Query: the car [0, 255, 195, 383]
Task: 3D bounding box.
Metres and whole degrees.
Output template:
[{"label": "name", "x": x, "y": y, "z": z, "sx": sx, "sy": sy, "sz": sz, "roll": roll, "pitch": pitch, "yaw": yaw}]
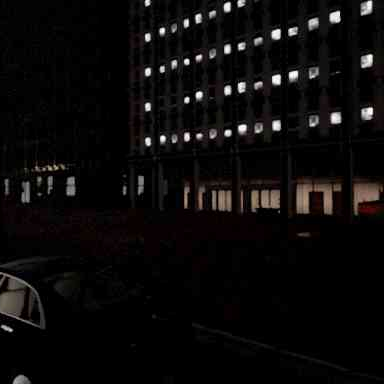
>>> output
[{"label": "car", "x": -2.017, "y": 1.513, "z": 4.336, "sx": 4.403, "sy": 1.369, "sz": 2.008, "roll": 1, "pitch": 0, "yaw": 36}]
